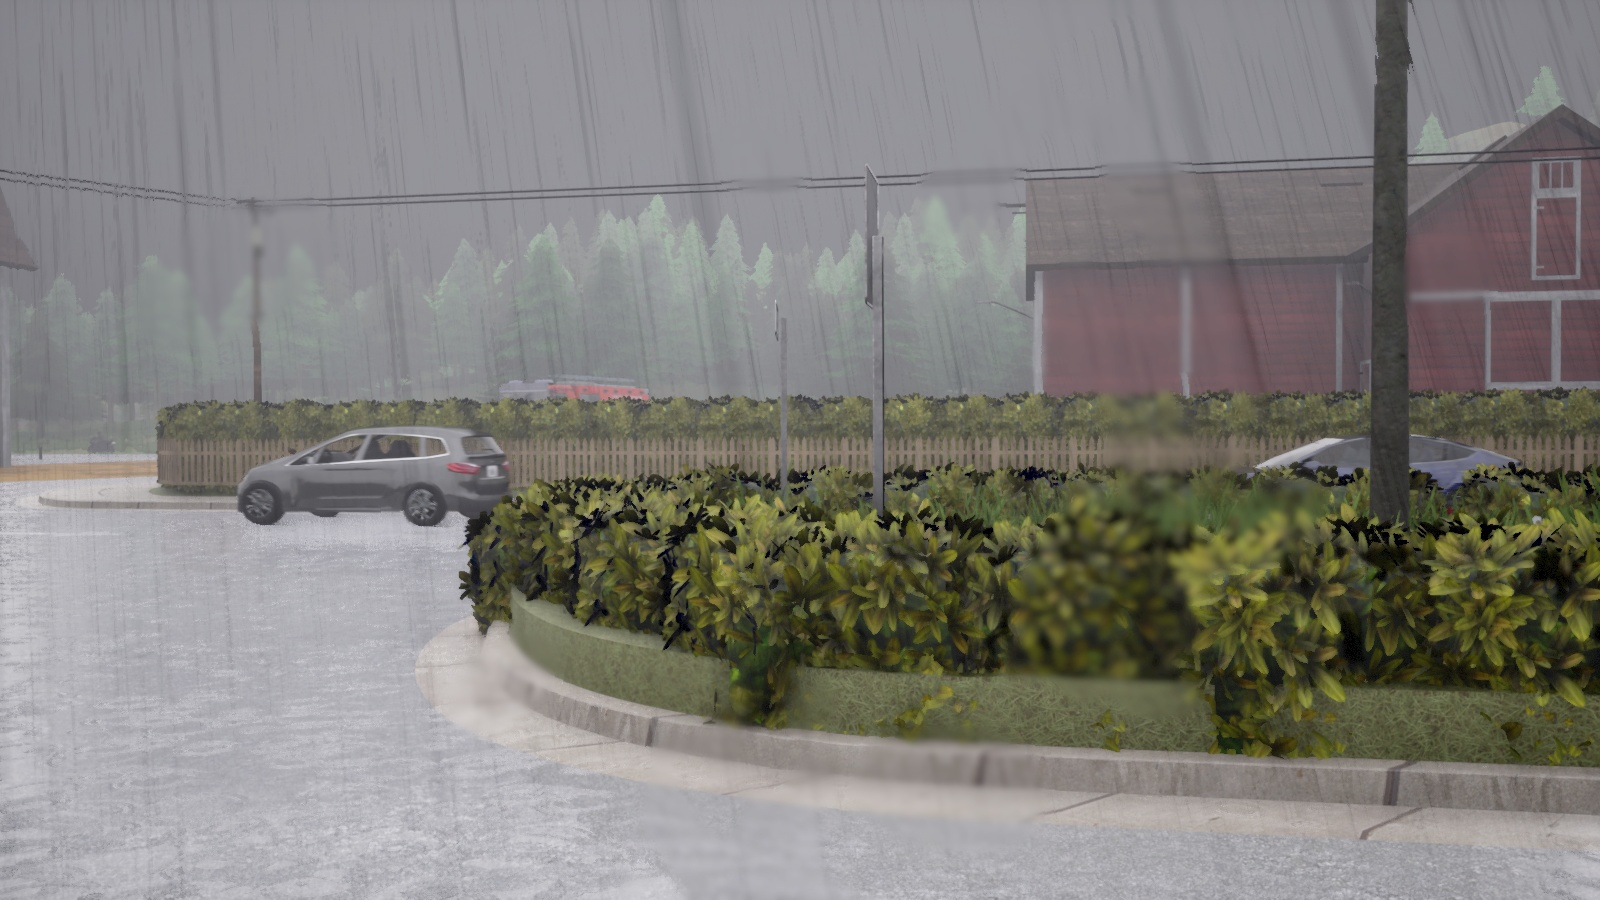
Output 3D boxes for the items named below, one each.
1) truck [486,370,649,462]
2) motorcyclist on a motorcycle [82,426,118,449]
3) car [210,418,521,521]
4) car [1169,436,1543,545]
[{"bbox_3d":[-10.281,-1.488,56.689,2.891,3.827,8.468,0,1,24],"label":"truck"},{"bbox_3d":[-46.162,-0.814,82.836,2.044,1.523,0.797,0,1,11],"label":"motorcyclist on a motorcycle"},{"bbox_3d":[-7.493,0.295,21.885,4.611,1.667,2.242,0,1,10],"label":"car"},{"bbox_3d":[8.203,0.550,19.019,4.792,1.488,2.163,0,1,10],"label":"car"}]
